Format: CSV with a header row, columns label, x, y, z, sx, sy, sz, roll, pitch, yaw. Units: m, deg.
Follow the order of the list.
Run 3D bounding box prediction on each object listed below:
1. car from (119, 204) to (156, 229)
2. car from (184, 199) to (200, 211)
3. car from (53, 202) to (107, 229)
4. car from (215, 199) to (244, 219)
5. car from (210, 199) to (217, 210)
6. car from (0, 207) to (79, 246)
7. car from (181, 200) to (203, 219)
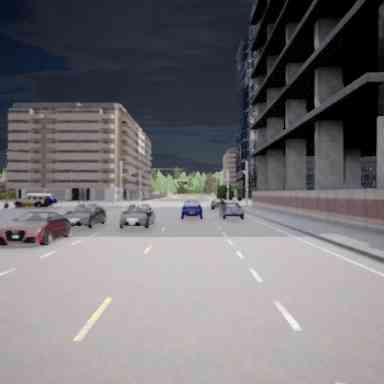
label,x,y,z,sx,sy,sz,roll,pitch,yaw
car,-3.518,1.559,21.997,2.128,1.511,4.902,0,0,0
car,0.017,1.691,44.766,1.994,1.385,4.181,0,0,1
car,-7.017,1.559,22.113,2.128,1.511,4.902,0,0,0
car,3.500,1.633,29.892,2.033,1.411,5.357,0,0,0
car,3.518,1.654,45.169,1.812,1.442,4.674,0,0,1
car,-7.086,1.607,15.346,1.994,1.385,4.181,0,0,0
car,0.003,1.563,30.146,1.882,1.535,5.008,0,0,0
